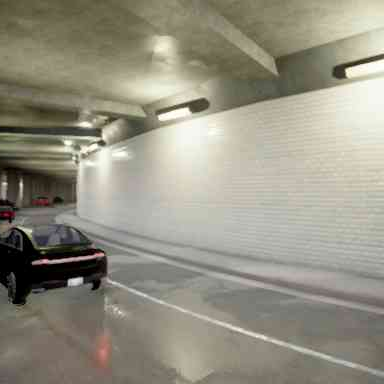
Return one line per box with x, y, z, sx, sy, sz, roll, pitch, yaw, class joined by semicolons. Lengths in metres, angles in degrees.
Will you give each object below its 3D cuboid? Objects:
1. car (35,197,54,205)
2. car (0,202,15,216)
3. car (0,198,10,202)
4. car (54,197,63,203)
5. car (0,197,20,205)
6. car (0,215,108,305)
-29.431;1.704;65.824;2.097;1.767;4.553;1;-1;-12;car
-15.450;1.764;26.867;1.895;1.301;4.718;1;-1;-25;car
-26.538;1.788;46.646;1.837;1.490;4.892;1;-1;-12;car
-32.502;1.984;80.598;1.837;1.490;4.892;1;-1;-12;car
-36.685;1.748;67.081;2.128;1.511;4.902;1;-1;-12;car
-3.857;1.553;8.383;2.128;1.511;4.902;1;-1;-40;car
